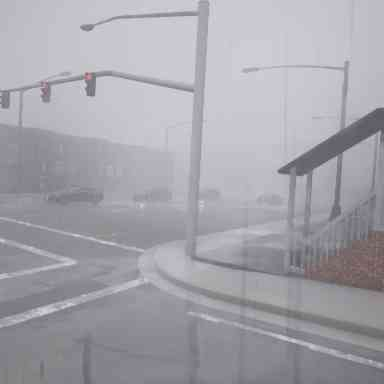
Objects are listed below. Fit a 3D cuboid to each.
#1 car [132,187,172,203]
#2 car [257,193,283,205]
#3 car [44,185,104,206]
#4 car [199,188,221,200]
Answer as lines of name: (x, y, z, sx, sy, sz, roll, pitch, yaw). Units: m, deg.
car: (-4.007, 0.235, 34.100, 1.837, 1.490, 4.892, 5, 3, 36)
car: (9.620, 0.781, 40.767, 1.994, 1.385, 4.181, 5, 3, 36)
car: (-9.342, 0.219, 26.680, 2.128, 1.511, 4.902, 5, 3, 36)
car: (1.921, 0.237, 42.319, 1.837, 1.490, 4.892, 5, 3, 36)
